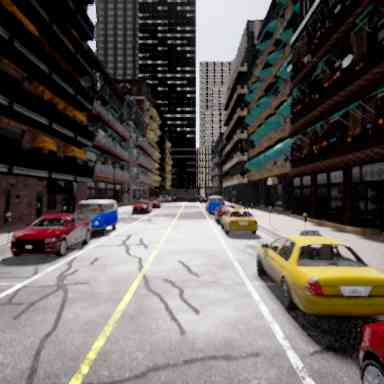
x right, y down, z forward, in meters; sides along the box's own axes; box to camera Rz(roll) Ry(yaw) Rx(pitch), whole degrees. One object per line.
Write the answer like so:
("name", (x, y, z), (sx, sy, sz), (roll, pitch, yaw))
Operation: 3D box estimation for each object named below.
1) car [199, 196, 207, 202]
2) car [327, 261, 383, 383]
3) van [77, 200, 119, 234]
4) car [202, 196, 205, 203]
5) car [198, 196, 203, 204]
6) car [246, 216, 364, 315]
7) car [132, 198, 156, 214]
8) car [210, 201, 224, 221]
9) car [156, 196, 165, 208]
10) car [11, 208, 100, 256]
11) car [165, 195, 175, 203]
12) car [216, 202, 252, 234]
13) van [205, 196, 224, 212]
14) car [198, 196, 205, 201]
("car", (2.584, 1.649, 81.342), (1.802, 1.307, 4.206), (0, 0, 0))
("car", (2.573, 1.544, 1.687), (1.887, 1.381, 4.507), (1, 0, 0))
("van", (-5.303, 1.339, 18.746), (1.690, 1.788, 3.998), (1, 0, 0))
("car", (2.579, 1.537, 41.684), (1.752, 1.417, 4.829), (0, 0, 0))
("car", (2.582, 1.477, 64.272), (1.967, 1.590, 4.097), (0, 0, 0))
("car", (2.574, 1.523, 7.547), (1.752, 1.417, 4.829), (0, 0, 0))
("car", (-5.303, 1.552, 35.816), (1.887, 1.381, 4.507), (0, 0, 0))
("car", (2.576, 1.582, 24.444), (1.802, 1.307, 4.206), (0, 0, 0))
("car", (-5.301, 1.561, 47.196), (1.887, 1.381, 4.507), (0, 0, 0))
("car", (-5.306, 1.542, 13.058), (1.887, 1.381, 4.507), (1, 0, 0))
("car", (-5.297, 1.486, 69.955), (1.967, 1.590, 4.097), (0, 0, 0))
("car", (2.575, 1.524, 18.925), (1.752, 1.417, 4.829), (0, 0, 0))
("van", (2.579, 1.349, 35.824), (1.690, 1.788, 3.998), (0, 0, 0))
("car", (2.585, 1.674, 92.720), (1.802, 1.307, 4.206), (0, 0, 0))
